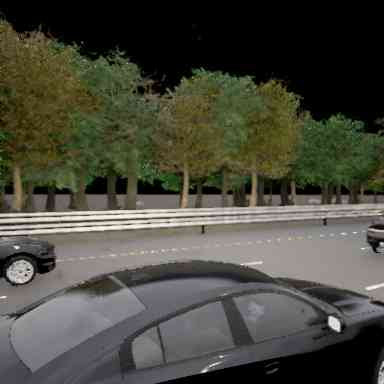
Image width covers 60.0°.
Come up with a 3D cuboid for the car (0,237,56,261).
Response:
[{"bbox_3d":[-5.947,1.490,7.941,5.008,1.535,1.882,0,0,-30],"label":"car"}]

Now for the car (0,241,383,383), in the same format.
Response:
[{"bbox_3d":[0.224,1.486,3.421,5.008,1.535,1.882,0,0,-30],"label":"car"}]

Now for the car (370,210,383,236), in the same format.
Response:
[{"bbox_3d":[12.183,1.658,18.417,4.718,1.301,1.895,0,0,-30],"label":"car"}]

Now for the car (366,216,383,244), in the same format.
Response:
[{"bbox_3d":[8.470,1.529,12.230,4.902,1.511,2.128,0,0,-30],"label":"car"}]
